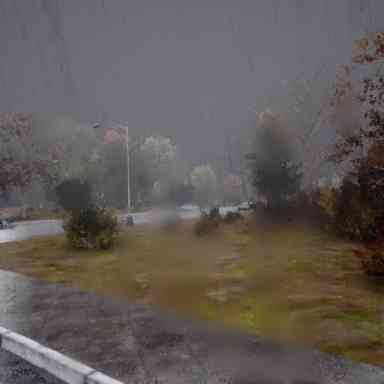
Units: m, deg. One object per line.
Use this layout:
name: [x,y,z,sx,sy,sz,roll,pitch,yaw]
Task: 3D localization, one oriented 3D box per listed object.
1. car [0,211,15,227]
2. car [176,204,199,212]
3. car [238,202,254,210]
car: [-18.217,2.424,29.238,2.128,1.511,4.902,-3,-2,33]
car: [-0.789,2.686,56.374,1.895,1.301,4.718,-3,-2,33]
car: [8.659,2.204,51.466,1.994,1.385,4.181,-3,-2,32]
